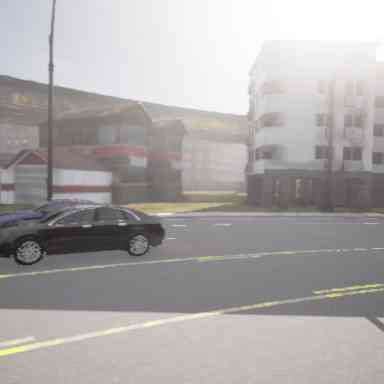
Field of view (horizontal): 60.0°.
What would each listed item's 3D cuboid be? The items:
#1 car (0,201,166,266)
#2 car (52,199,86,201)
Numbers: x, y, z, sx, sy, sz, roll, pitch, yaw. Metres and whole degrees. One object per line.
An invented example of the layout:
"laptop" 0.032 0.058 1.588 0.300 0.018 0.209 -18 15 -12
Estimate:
"car" -3.184 1.116 9.838 4.892 1.490 1.837 1 0 -26
"car" -5.093 1.002 12.754 4.674 1.442 1.812 1 1 -27
